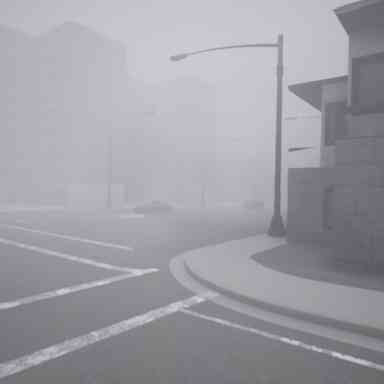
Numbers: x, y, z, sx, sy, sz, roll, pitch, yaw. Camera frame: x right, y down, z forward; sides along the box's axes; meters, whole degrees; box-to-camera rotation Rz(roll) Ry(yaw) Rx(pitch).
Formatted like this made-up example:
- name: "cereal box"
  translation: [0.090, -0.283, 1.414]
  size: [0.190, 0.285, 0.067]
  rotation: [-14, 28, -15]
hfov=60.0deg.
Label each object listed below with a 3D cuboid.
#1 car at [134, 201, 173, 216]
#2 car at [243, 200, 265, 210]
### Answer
- name: "car"
  translation: [-3.770, 1.565, 33.299]
  size: [1.994, 1.385, 4.181]
  rotation: [1, 0, 37]
- name: "car"
  translation: [9.526, 1.997, 51.074]
  size: [1.837, 1.490, 4.892]
  rotation: [1, -1, 37]
